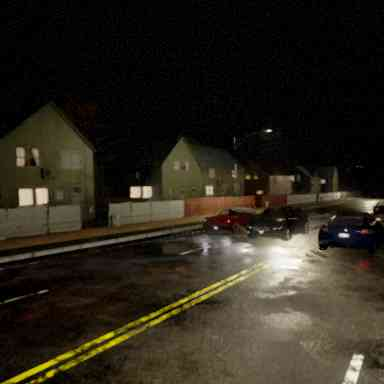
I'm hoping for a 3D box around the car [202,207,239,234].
[{"bbox_3d":[2.508,1.592,19.449,1.895,1.301,4.718,-1,0,34],"label":"car"}]

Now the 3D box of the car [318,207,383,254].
[{"bbox_3d":[6.529,1.499,13.461,1.994,1.385,4.181,-1,0,34],"label":"car"}]

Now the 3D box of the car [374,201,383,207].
[{"bbox_3d":[16.813,1.411,28.508,1.895,1.301,4.718,-1,0,34],"label":"car"}]

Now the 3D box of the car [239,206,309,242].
[{"bbox_3d":[4.349,1.470,16.386,1.837,1.490,4.892,-1,0,34],"label":"car"}]
